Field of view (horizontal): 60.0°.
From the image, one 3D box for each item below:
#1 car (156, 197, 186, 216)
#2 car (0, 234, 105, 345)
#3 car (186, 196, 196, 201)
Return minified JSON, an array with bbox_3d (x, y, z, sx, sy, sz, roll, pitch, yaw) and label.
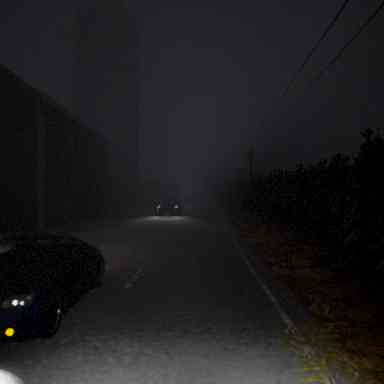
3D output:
[{"bbox_3d":[-2.052,1.264,31.311,2.097,1.767,4.553,0,0,4],"label":"car"},{"bbox_3d":[-3.111,1.547,6.414,1.994,1.385,4.181,0,0,1],"label":"car"},{"bbox_3d":[-0.332,1.218,56.553,1.812,1.442,4.674,0,0,1],"label":"car"}]
